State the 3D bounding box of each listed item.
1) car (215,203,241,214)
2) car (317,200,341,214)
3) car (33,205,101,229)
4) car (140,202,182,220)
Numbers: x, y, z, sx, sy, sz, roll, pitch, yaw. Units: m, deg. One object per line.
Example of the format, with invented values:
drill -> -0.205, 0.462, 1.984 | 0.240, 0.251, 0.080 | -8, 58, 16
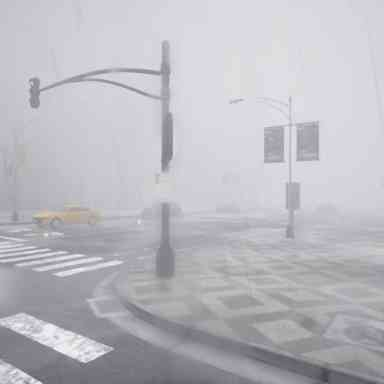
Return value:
car -> 4.734, 2.135, 43.360 | 1.994, 1.385, 4.181 | 0, 0, 35
car -> 18.739, 2.230, 45.972 | 2.128, 1.511, 4.902 | 0, -1, 35
car -> -8.924, 1.707, 24.080 | 1.882, 1.535, 5.008 | 0, -1, 34
car -> -2.980, 1.731, 32.467 | 2.097, 1.767, 4.553 | 0, -1, 35
